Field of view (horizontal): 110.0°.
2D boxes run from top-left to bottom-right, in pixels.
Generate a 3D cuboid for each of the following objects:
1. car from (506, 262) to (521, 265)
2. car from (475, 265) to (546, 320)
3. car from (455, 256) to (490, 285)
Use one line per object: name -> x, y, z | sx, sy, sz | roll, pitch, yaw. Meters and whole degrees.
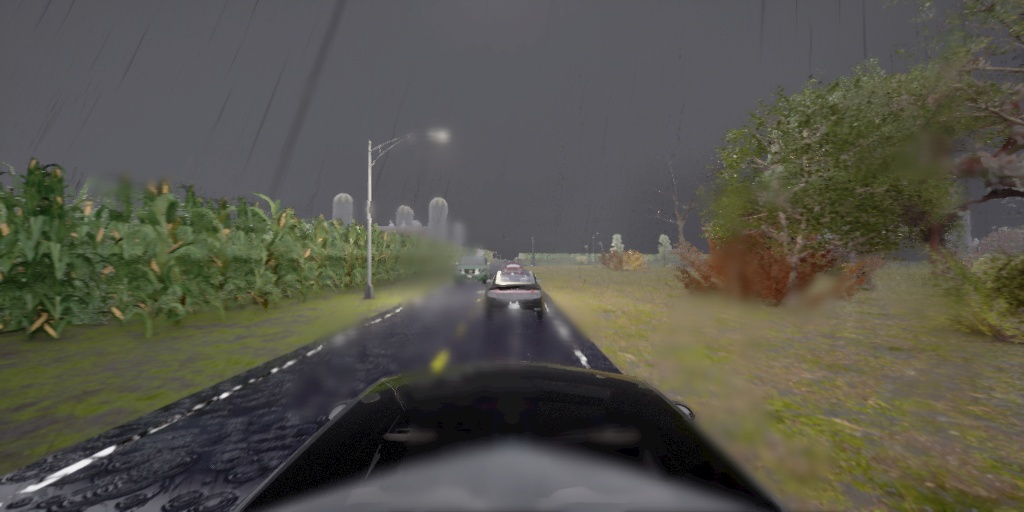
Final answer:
car -> 0.098, 1.277, 31.317 | 1.812, 1.442, 4.674 | 0, 0, 0
car -> 0.099, 1.240, 12.620 | 2.128, 1.511, 4.902 | 0, 0, 0
car -> -2.753, 1.011, 26.388 | 2.150, 2.045, 5.566 | 0, 0, 0
